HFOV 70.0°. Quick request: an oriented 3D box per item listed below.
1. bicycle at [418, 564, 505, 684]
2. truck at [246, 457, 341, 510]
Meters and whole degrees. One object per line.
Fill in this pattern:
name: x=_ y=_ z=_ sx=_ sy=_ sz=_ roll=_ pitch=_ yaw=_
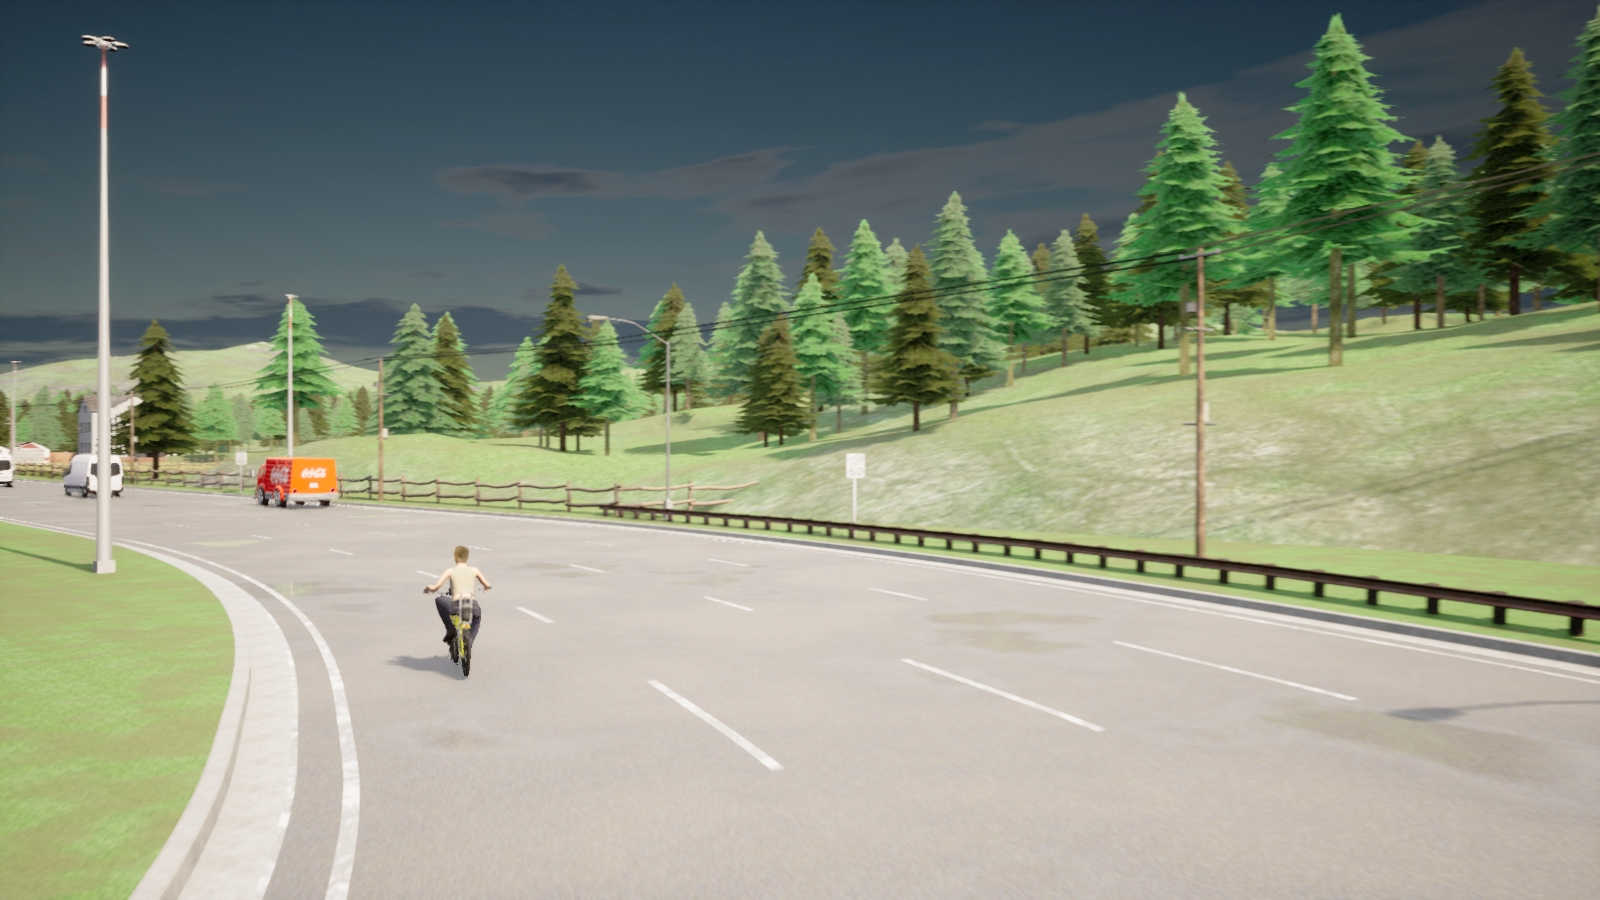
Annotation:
bicycle: x=-4.321 y=2.167 z=14.530 sx=0.859 sy=1.276 sz=1.487 roll=0 pitch=0 yaw=-25
truck: x=-25.363 y=1.608 z=57.157 sx=5.204 sy=2.467 sz=2.627 roll=0 pitch=0 yaw=44
